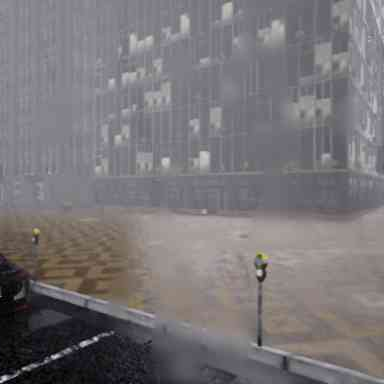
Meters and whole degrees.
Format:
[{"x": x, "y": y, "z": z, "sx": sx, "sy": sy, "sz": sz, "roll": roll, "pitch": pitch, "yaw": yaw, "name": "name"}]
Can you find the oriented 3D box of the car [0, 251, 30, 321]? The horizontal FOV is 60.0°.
[{"x": -4.759, "y": 1.596, "z": 6.259, "sx": 4.313, "sy": 1.339, "sz": 1.947, "roll": 0, "pitch": 0, "yaw": 36, "name": "car"}]
